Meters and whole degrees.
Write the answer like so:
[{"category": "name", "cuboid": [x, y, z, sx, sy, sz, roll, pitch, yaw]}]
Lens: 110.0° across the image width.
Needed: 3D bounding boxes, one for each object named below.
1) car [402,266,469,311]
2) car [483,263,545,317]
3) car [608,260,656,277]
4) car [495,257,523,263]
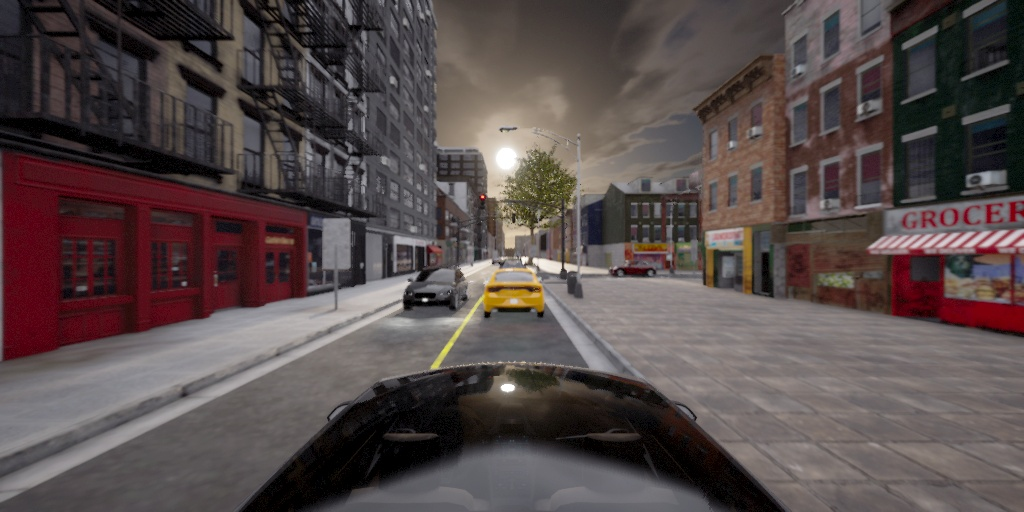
[{"category": "car", "cuboid": [-2.821, 1.184, 14.105, 1.837, 1.490, 4.892, 0, 0, 0]}, {"category": "car", "cuboid": [0.067, 1.163, 12.836, 1.882, 1.535, 5.008, 0, 0, 0]}, {"category": "car", "cuboid": [10.924, 1.083, 32.916, 4.097, 1.591, 1.967, 0, 0, 0]}, {"category": "car", "cuboid": [0.062, 0.956, 27.122, 2.097, 1.767, 4.553, 0, 0, 0]}]
